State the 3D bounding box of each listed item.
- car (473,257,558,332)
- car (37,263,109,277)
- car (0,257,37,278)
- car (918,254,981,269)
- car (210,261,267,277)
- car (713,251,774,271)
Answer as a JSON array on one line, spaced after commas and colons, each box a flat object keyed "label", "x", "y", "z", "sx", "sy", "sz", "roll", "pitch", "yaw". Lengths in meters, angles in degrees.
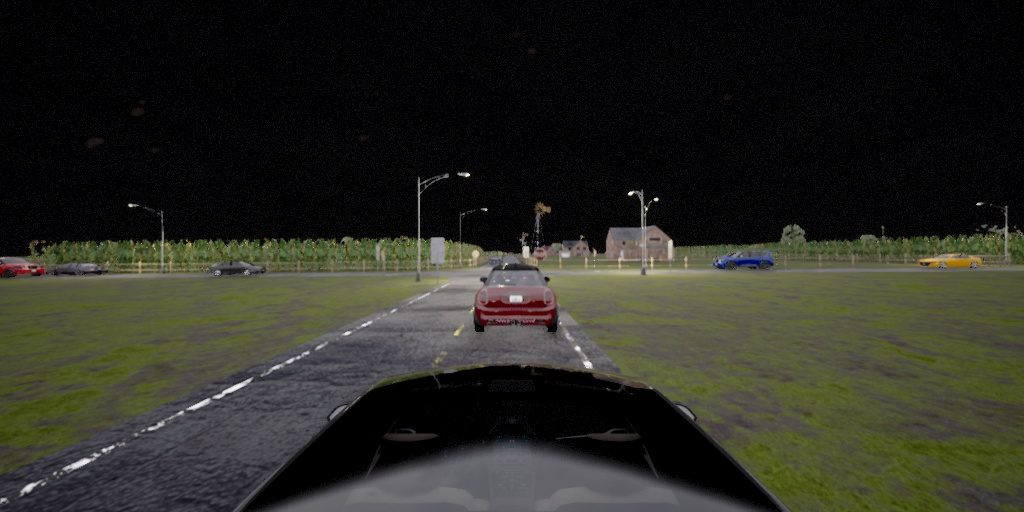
[{"label": "car", "x": 0.093, "y": 1.031, "z": 10.676, "sx": 2.097, "sy": 1.767, "sz": 4.553, "roll": 0, "pitch": 0, "yaw": 0}, {"label": "car", "x": -46.870, "y": 1.438, "z": 38.608, "sx": 5.357, "sy": 1.411, "sz": 2.033, "roll": -1, "pitch": 0, "yaw": 1}, {"label": "car", "x": -50.504, "y": 1.161, "z": 35.860, "sx": 5.566, "sy": 2.045, "sz": 2.150, "roll": -1, "pitch": 0, "yaw": 1}, {"label": "car", "x": 45.144, "y": 0.552, "z": 37.061, "sx": 5.008, "sy": 1.535, "sz": 1.882, "roll": 0, "pitch": 0, "yaw": 1}, {"label": "car", "x": -26.921, "y": 1.226, "z": 35.382, "sx": 4.892, "sy": 1.490, "sz": 1.837, "roll": 0, "pitch": 0, "yaw": 1}, {"label": "car", "x": 24.169, "y": 0.478, "z": 37.469, "sx": 5.566, "sy": 2.045, "sz": 2.150, "roll": -1, "pitch": 0, "yaw": 2}]
